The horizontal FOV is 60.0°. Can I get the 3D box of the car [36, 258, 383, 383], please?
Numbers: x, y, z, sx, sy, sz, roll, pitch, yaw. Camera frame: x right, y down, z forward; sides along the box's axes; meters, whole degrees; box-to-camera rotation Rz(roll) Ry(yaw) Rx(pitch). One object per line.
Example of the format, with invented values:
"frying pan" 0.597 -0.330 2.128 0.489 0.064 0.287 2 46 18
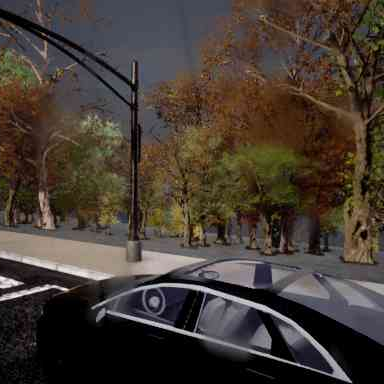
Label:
"car" 0.238 1.491 3.503 4.902 1.511 2.128 0 0 37
